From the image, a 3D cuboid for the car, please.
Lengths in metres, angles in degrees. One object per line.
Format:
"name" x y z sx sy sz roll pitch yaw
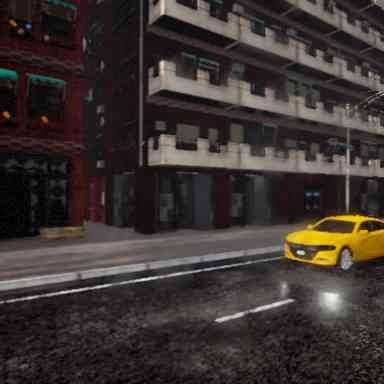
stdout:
"car" 5.307 1.575 11.453 5.008 1.535 1.882 1 0 -35
